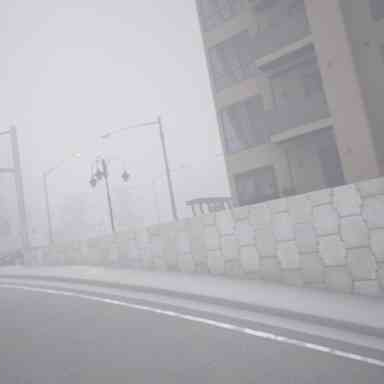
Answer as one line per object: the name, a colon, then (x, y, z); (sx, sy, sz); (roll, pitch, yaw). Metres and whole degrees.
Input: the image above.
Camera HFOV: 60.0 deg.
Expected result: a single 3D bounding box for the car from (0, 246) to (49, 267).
car: (-14.656, 5.706, 29.956); (1.837, 1.490, 4.892); (-15, -8, 35)
